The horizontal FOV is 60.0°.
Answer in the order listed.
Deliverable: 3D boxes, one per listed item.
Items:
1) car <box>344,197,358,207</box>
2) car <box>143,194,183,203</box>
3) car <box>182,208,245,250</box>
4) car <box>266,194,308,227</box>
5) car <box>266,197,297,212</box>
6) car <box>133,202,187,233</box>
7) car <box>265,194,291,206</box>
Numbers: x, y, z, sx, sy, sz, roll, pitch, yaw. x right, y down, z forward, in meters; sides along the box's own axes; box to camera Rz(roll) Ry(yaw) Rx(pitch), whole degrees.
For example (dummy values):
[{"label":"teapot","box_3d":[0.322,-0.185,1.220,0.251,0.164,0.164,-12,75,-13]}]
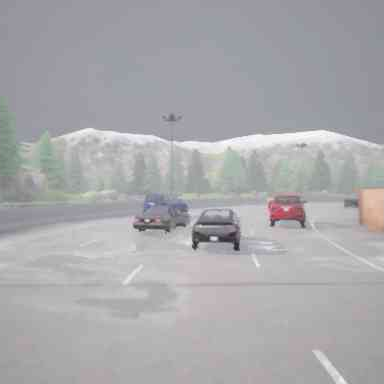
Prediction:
[{"label":"car","box_3d":[24.268,1.399,48.963,5.008,1.535,1.882,0,-1,-40]},{"label":"car","box_3d":[-2.311,1.175,29.379,2.150,2.045,5.566,0,0,21]},{"label":"car","box_3d":[1.201,1.469,14.359,2.128,1.511,4.902,0,0,10]},{"label":"car","box_3d":[6.716,1.185,23.043,2.150,2.045,5.566,-1,0,20]},{"label":"car","box_3d":[10.425,1.417,38.397,1.882,1.535,5.008,-1,0,34]},{"label":"car","box_3d":[-1.626,1.517,19.536,2.033,1.411,5.357,0,0,15]},{"label":"car","box_3d":[13.977,1.266,53.970,4.553,1.767,2.097,0,0,-45]}]
